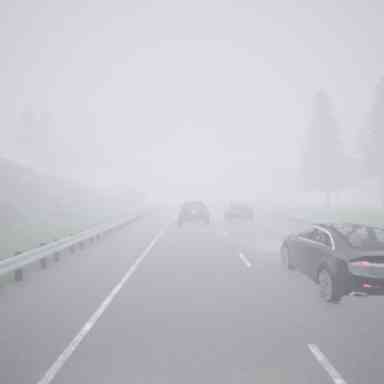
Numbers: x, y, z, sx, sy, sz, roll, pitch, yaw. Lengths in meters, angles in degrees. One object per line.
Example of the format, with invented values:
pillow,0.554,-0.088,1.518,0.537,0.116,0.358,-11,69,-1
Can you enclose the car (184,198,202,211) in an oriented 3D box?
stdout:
car,0.037,1.521,41.992,2.128,1.511,4.902,0,0,-1

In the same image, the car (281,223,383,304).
car,3.609,1.498,8.154,2.128,1.511,4.902,0,0,0

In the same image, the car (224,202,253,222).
car,3.631,1.511,26.432,2.128,1.511,4.902,0,0,0

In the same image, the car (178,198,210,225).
car,0.127,1.369,23.976,2.097,1.767,4.553,0,0,0
